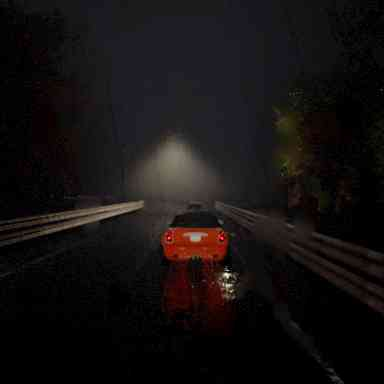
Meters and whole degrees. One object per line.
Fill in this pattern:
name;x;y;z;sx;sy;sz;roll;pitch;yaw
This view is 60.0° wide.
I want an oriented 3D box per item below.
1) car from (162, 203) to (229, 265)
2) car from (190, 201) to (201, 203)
car;0.107;1.443;12.137;2.097;1.767;4.553;0;-1;0
car;0.592;1.929;48.256;1.895;1.301;4.718;0;-1;6
